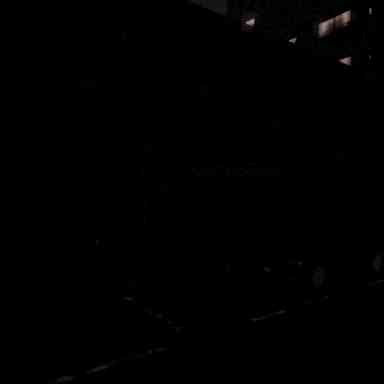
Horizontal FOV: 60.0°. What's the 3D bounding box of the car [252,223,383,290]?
[{"bbox_3d":[3.598,1.587,9.141,4.507,1.381,1.887,0,-1,-35],"label":"car"}]
